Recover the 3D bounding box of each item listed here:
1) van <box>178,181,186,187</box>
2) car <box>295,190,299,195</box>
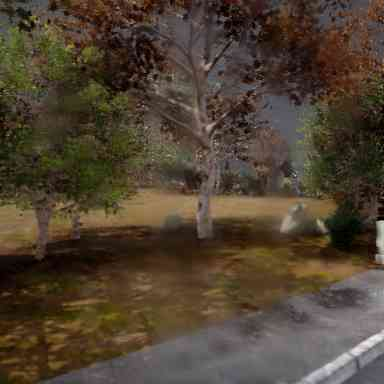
[{"bbox_3d":[-1.661,-2.220,95.234,1.878,1.987,4.442,4,1,19],"label":"van"},{"bbox_3d":[27.141,0.251,85.417,2.097,1.535,5.008,5,1,19],"label":"car"}]
